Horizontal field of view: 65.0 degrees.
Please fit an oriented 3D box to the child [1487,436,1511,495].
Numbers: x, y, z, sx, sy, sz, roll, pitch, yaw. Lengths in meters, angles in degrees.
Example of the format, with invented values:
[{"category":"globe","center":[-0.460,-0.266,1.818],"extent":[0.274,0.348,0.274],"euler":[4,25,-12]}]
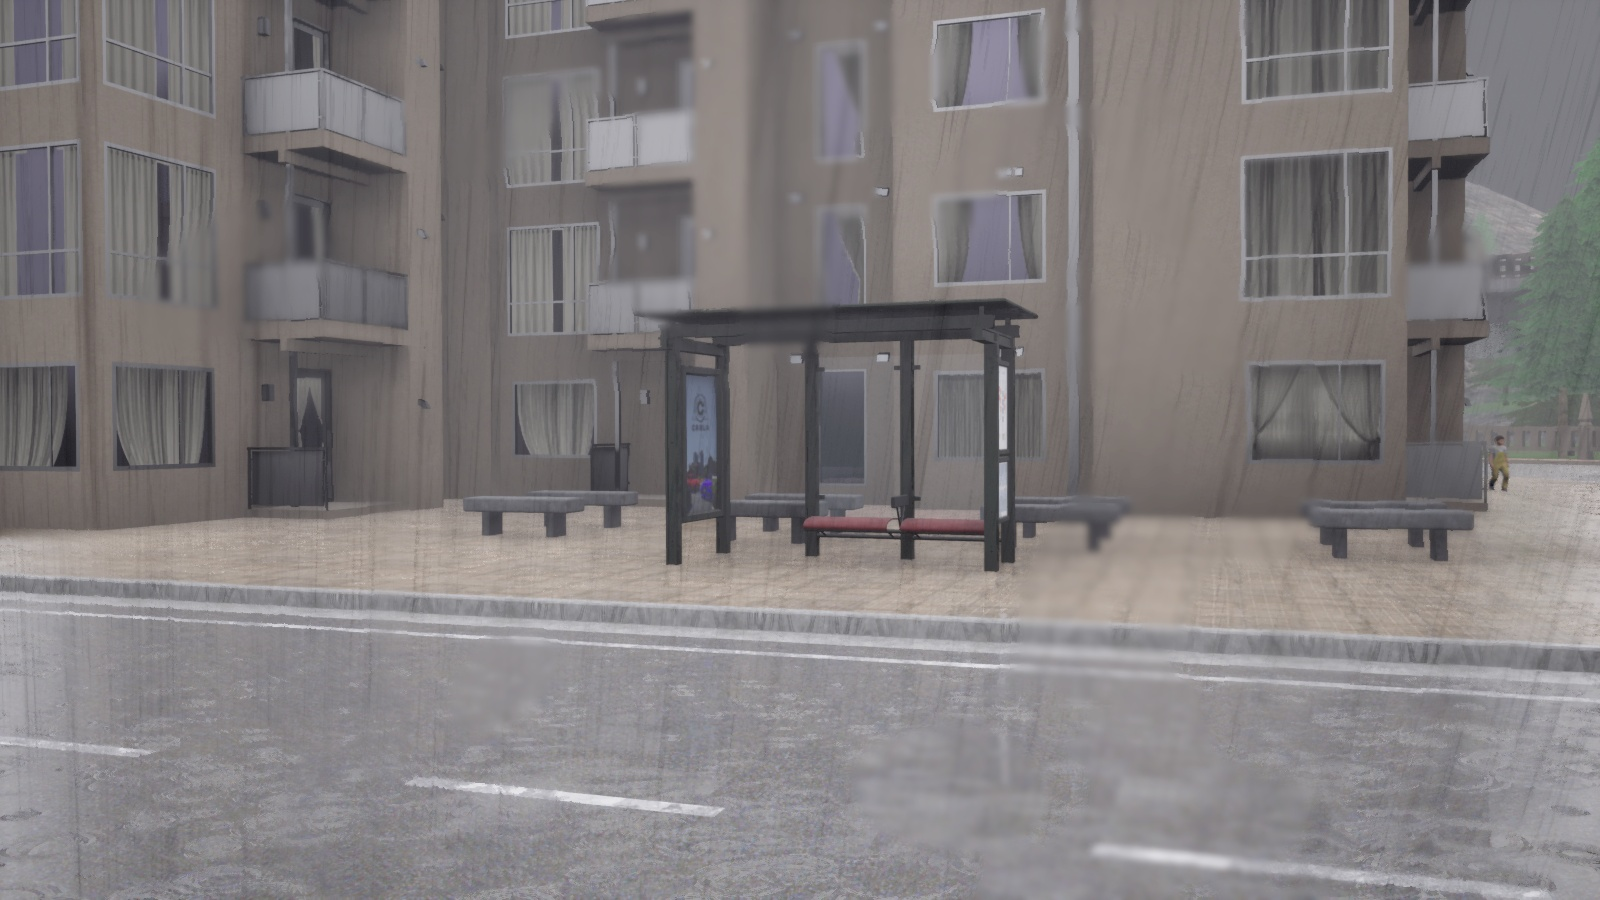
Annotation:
[{"category":"child","center":[15.054,0.328,27.054],"extent":[0.270,1.263,0.437],"euler":[0,1,4]}]
